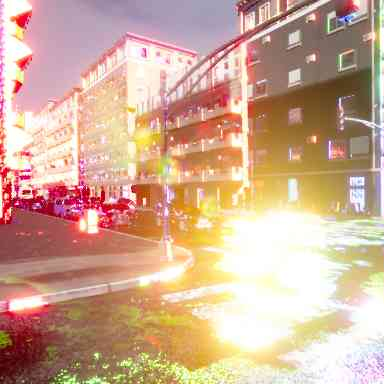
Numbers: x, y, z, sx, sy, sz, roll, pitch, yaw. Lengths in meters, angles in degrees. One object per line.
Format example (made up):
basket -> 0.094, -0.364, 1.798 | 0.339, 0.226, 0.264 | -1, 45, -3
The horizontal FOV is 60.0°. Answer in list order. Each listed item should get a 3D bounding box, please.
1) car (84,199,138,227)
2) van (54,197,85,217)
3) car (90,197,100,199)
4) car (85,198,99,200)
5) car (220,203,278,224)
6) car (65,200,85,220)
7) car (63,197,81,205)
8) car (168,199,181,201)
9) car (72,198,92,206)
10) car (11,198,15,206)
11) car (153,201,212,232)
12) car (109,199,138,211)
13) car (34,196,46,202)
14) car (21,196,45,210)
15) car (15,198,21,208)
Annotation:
car -> -5.900, 1.553, 23.935 | 1.967, 1.590, 4.097 | -1, 1, -36
van -> -12.371, 1.483, 32.915 | 1.690, 1.788, 3.998 | -1, 1, -36
car -> -15.274, 1.501, 51.284 | 1.967, 1.590, 4.097 | -1, 1, -36
car -> -12.626, 1.661, 37.719 | 2.033, 1.411, 5.357 | -1, 0, -36
car -> 4.036, 1.498, 24.480 | 1.752, 1.417, 4.829 | -1, 1, -36
car -> -9.034, 1.652, 28.288 | 1.752, 1.417, 4.829 | -1, 1, -36
car -> -21.742, 1.645, 60.267 | 2.008, 1.369, 4.403 | -1, 1, -36
car -> -2.335, 1.441, 33.322 | 1.967, 1.590, 4.097 | -1, 1, -36
car -> -18.507, 1.643, 55.776 | 1.947, 1.339, 4.313 | -1, 1, -36
car -> -31.775, 1.782, 59.860 | 1.887, 1.381, 4.507 | -1, 1, -36
car -> -0.648, 1.564, 21.126 | 1.837, 1.490, 4.892 | -1, 0, -34
car -> -8.803, 1.581, 42.304 | 2.008, 1.369, 4.403 | -1, 1, -36
car -> -37.915, 1.727, 82.720 | 1.887, 1.381, 4.507 | -1, 1, -36
car -> -22.073, 1.628, 46.387 | 1.967, 1.590, 4.097 | -1, 1, -36
car -> -25.306, 1.769, 50.879 | 1.947, 1.339, 4.313 | -1, 1, -36
